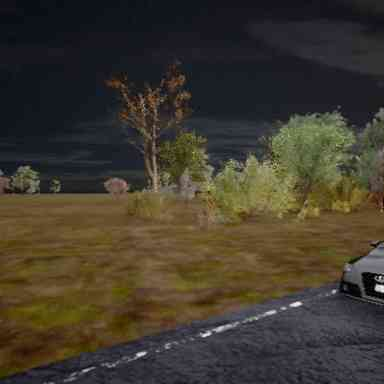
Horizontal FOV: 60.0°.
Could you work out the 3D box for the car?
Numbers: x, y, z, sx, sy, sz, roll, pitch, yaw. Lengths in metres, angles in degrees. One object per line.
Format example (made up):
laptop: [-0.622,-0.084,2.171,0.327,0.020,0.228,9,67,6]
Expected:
car: [5.035,1.571,7.203,4.181,1.385,1.994,0,0,-37]
